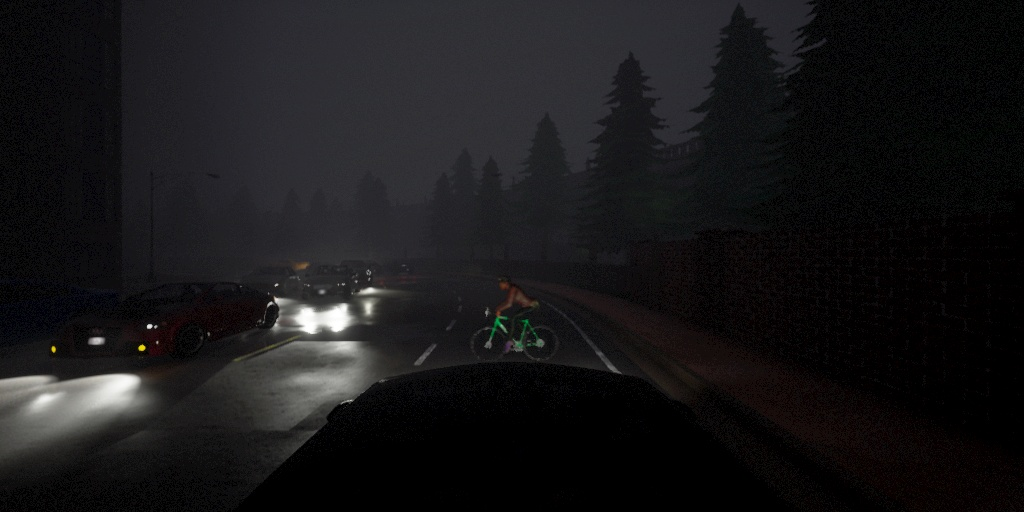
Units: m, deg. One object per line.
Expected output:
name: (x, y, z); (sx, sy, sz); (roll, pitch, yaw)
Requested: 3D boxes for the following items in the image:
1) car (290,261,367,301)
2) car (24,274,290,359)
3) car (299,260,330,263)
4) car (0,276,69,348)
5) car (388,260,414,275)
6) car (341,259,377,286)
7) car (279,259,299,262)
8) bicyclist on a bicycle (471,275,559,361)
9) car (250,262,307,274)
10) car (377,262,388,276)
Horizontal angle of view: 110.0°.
car: (-8.407, 1.173, 16.934); (2.128, 1.511, 4.902); (0, 0, -16)
car: (-7.331, 1.284, 8.199); (1.994, 1.385, 4.181); (0, 0, -4)
car: (-16.198, 1.170, 30.971); (5.357, 1.411, 2.033); (0, 0, 45)
car: (-10.725, 1.202, 6.867); (1.882, 1.535, 5.008); (0, 0, -1)
car: (-11.665, 1.096, 35.850); (4.902, 1.511, 2.128); (0, 0, 45)
car: (-10.370, 1.008, 23.320); (2.097, 1.767, 4.553); (0, 0, -28)
car: (-25.142, 1.057, 40.445); (5.008, 1.535, 1.882); (0, 0, 21)
bicyclist on a bicycle: (0.036, 1.176, 6.653); (1.656, 1.620, 0.582); (-2, 0, 0)
car: (-12.369, 1.223, 18.555); (2.033, 1.411, 5.357); (0, 0, -21)
car: (-13.882, 1.106, 33.282); (4.902, 1.511, 2.128); (0, 0, 45)
